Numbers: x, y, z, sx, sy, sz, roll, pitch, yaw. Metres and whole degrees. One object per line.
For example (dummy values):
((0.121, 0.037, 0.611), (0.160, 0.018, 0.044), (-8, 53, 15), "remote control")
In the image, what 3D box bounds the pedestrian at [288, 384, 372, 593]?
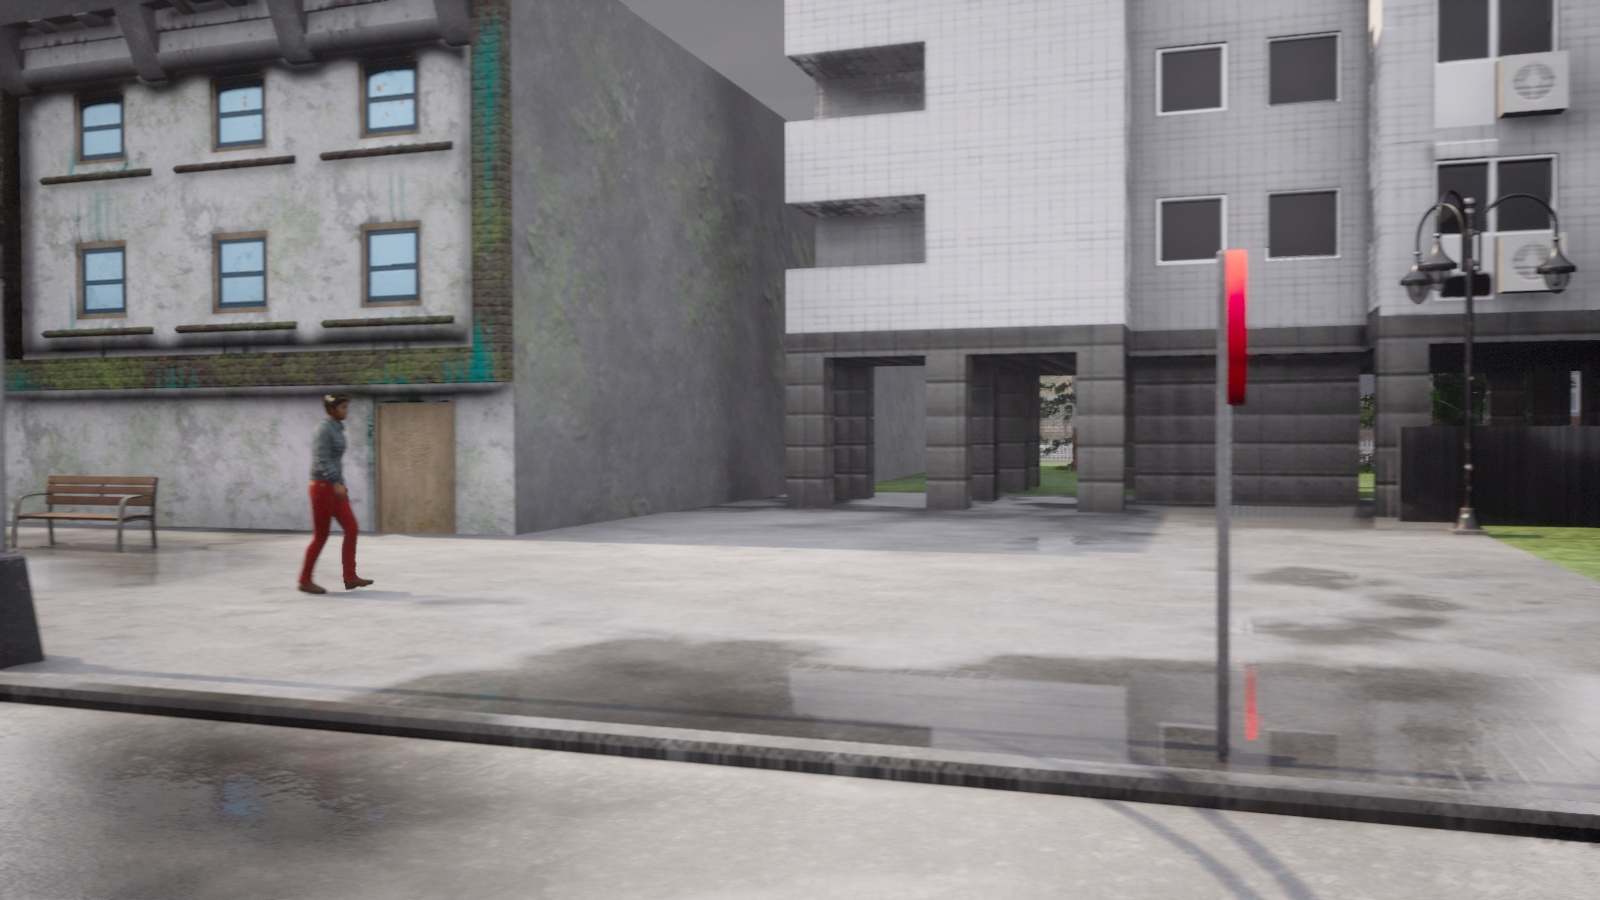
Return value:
((-4.223, 0.339, 11.308), (0.614, 1.847, 0.353), (0, 1, 3), "pedestrian")
